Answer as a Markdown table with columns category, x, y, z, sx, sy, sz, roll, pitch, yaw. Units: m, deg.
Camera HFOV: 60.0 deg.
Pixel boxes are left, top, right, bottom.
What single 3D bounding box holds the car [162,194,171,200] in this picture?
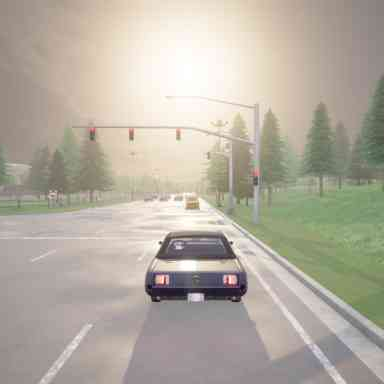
| category | x | y | z | sx | sy | sz | roll | pitch | yaw |
| --- | --- | --- | --- | --- | --- | --- | --- | --- | --- |
| car | -6.838 | 1.372 | 90.911 | 2.033 | 1.411 | 5.357 | 0 | 0 | 0 |

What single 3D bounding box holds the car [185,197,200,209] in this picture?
| category | x | y | z | sx | sy | sz | roll | pitch | yaw |
| --- | --- | --- | --- | --- | --- | --- | --- | --- | --- |
| car | 0.070 | 1.576 | 49.859 | 2.033 | 1.411 | 5.357 | -1 | 1 | 0 |

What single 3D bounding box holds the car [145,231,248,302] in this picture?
| category | x | y | z | sx | sy | sz | roll | pitch | yaw |
| --- | --- | --- | --- | --- | --- | --- | --- | --- | --- |
| car | 0.094 | 1.601 | 8.191 | 1.895 | 1.301 | 4.718 | 0 | 0 | 0 |

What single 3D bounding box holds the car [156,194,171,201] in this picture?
| category | x | y | z | sx | sy | sz | roll | pitch | yaw |
| --- | --- | --- | --- | --- | --- | --- | --- | --- | --- |
| car | -6.857 | 1.531 | 80.491 | 2.033 | 1.411 | 5.357 | 0 | 0 | 0 |

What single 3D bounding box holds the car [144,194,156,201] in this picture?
| category | x | y | z | sx | sy | sz | roll | pitch | yaw |
| --- | --- | --- | --- | --- | --- | --- | --- | --- | --- |
| car | -10.357 | 1.531 | 80.497 | 2.033 | 1.411 | 5.357 | 0 | 0 | 0 |

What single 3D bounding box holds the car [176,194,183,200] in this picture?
| category | x | y | z | sx | sy | sz | roll | pitch | yaw |
| --- | --- | --- | --- | --- | --- | --- | --- | --- | --- |
| car | -3.338 | 1.357 | 90.904 | 1.812 | 1.442 | 4.674 | 0 | 0 | 0 |

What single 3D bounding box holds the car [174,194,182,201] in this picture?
| category | x | y | z | sx | sy | sz | roll | pitch | yaw |
| --- | --- | --- | --- | --- | --- | --- | --- | --- | --- |
| car | -3.356 | 1.545 | 80.901 | 1.994 | 1.385 | 4.181 | 0 | 0 | 0 |

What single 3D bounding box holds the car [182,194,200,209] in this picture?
| category | x | y | z | sx | sy | sz | roll | pitch | yaw |
| --- | --- | --- | --- | --- | --- | --- | --- | --- | --- |
| car | -0.023 | 1.076 | 46.416 | 1.882 | 1.535 | 5.008 | -3 | 17 | -2 |

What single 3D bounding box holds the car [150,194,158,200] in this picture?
| category | x | y | z | sx | sy | sz | roll | pitch | yaw |
| --- | --- | --- | --- | --- | --- | --- | --- | --- | --- |
| car | -10.338 | 1.332 | 90.917 | 1.837 | 1.490 | 4.892 | 0 | 0 | 0 |
